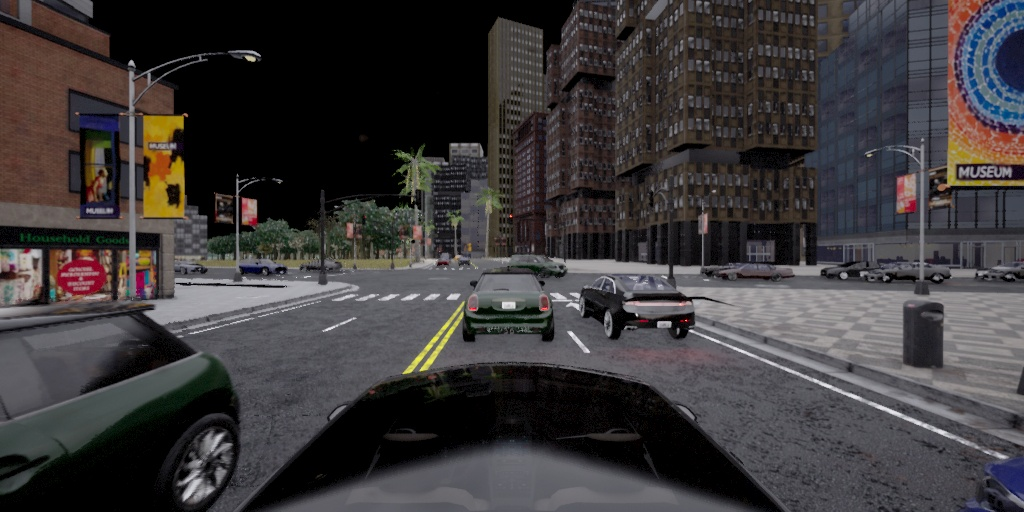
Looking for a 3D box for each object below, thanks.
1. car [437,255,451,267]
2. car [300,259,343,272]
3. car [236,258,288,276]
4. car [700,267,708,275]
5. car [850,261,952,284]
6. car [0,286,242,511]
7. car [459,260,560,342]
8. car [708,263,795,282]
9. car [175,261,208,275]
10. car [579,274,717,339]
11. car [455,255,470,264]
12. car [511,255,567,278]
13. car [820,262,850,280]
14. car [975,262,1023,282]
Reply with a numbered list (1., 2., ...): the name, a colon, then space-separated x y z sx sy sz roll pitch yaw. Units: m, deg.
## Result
1. car: -10.641 0.994 55.560 1.895 1.301 4.718 0 1 -9
2. car: -22.011 1.098 41.368 4.902 1.511 2.128 0 0 11
3. car: -24.274 0.986 34.897 4.553 1.767 2.097 0 0 13
4. car: 19.316 1.272 31.564 4.718 1.301 1.895 0 0 11
5. car: 28.419 1.183 26.068 4.902 1.511 2.128 0 0 13
6. car: -3.383 1.102 1.164 2.097 1.767 4.553 0 0 0
7. car: -0.118 1.099 9.983 2.097 1.767 4.553 0 0 -1
8. car: 18.942 1.233 28.312 5.357 1.411 2.033 0 0 13
9. car: -33.952 1.175 37.192 4.181 1.385 1.994 0 0 13
10. car: 3.176 1.238 10.032 2.128 1.511 4.902 0 0 -1
11. car: -7.566 0.926 57.024 2.033 1.411 5.357 0 1 -8
12. car: 2.102 0.909 31.365 5.566 2.045 2.150 0 1 43
13. car: 28.379 1.182 29.416 4.892 1.490 1.837 0 0 13
14. car: 38.482 1.178 27.017 4.902 1.511 2.128 0 0 13
